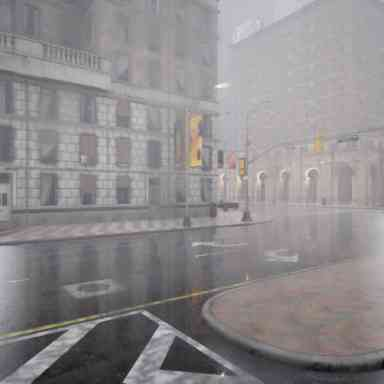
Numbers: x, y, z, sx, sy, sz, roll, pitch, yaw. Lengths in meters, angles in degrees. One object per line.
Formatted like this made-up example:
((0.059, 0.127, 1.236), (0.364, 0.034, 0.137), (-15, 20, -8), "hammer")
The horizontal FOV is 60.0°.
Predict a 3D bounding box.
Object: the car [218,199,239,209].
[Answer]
((4.039, 1.601, 43.919), (1.895, 1.301, 4.718), (0, 0, -36), "car")
